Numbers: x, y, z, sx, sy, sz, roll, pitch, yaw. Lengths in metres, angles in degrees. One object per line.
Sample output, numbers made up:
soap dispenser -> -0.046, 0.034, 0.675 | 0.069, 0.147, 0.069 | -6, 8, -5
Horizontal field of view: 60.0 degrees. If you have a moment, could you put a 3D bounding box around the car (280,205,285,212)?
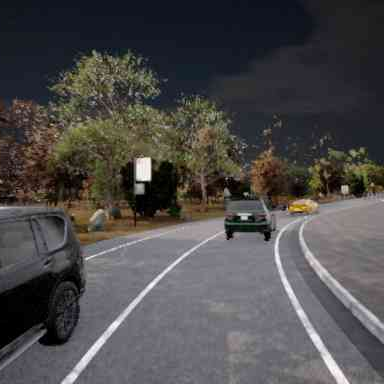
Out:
car -> 12.829, 1.748, 41.476 | 1.895, 1.301, 4.718 | -4, -2, 40

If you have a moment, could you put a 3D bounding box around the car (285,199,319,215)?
car -> 11.604, 1.494, 34.181 | 1.882, 1.535, 5.008 | -4, -2, 35

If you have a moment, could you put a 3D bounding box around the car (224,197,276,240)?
car -> 3.199, 1.271, 17.674 | 2.150, 2.045, 5.566 | -2, -1, 18

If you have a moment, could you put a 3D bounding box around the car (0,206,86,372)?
car -> -3.052, 1.225, 3.558 | 2.150, 2.045, 5.566 | 0, 0, 5
